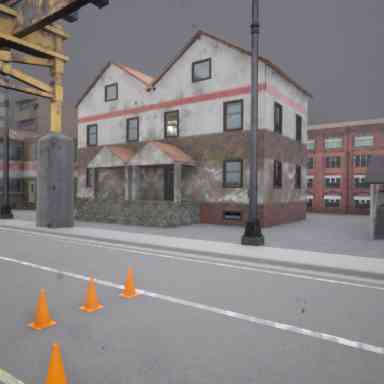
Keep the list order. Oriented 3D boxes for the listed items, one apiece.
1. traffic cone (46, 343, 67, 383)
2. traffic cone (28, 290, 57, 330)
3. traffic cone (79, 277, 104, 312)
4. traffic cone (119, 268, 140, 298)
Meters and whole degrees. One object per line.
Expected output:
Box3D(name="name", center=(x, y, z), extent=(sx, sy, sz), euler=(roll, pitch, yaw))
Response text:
Box3D(name="traffic cone", center=(-1.488, 1.952, 3.632), extent=(0.340, 0.580, 0.340), euler=(0, 0, 36))
Box3D(name="traffic cone", center=(-2.525, 1.949, 5.613), extent=(0.340, 0.580, 0.340), euler=(0, 0, 36))
Box3D(name="traffic cone", center=(-1.940, 1.949, 6.424), extent=(0.340, 0.580, 0.340), euler=(0, 0, 36))
Box3D(name="traffic cone", center=(-1.355, 1.949, 7.235), extent=(0.340, 0.580, 0.340), euler=(0, 0, 36))
